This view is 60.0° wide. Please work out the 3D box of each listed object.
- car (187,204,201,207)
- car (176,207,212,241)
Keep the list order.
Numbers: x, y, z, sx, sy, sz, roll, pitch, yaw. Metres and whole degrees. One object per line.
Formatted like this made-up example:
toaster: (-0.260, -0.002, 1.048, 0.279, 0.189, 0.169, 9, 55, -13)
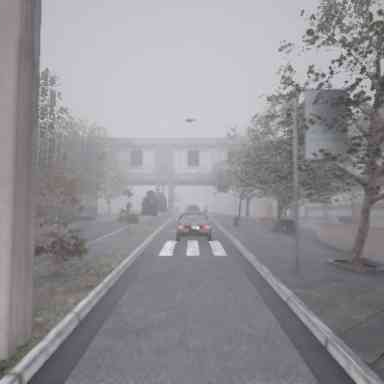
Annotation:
car: (0.064, 2.342, 42.068, 1.837, 1.490, 4.892, 0, -2, 0)
car: (0.081, 1.744, 17.951, 2.033, 1.411, 5.357, 0, -1, 0)
